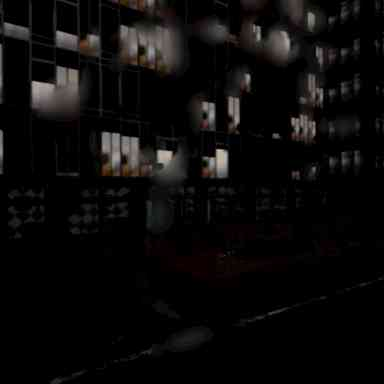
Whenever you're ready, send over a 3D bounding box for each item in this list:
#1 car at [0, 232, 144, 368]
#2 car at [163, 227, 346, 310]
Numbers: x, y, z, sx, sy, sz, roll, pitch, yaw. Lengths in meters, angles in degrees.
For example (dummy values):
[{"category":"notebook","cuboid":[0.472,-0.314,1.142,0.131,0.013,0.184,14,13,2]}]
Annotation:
[{"category":"car","cuboid":[-2.827,1.440,4.553,4.097,1.590,1.967,0,-1,-36]},{"category":"car","cuboid":[1.661,1.523,7.756,4.829,1.417,1.752,0,-1,-36]}]
